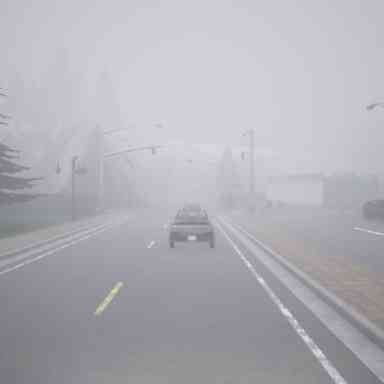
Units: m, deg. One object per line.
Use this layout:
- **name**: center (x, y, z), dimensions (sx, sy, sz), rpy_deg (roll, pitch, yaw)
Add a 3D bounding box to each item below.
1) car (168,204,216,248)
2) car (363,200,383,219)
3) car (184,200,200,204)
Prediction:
- **car**: center (0.000, 1.493, 14.650), dimensions (2.128, 1.511, 4.902), rpy_deg (0, 0, 0)
- **car**: center (14.203, 1.337, 24.074), dimensions (2.007, 1.523, 4.514), rpy_deg (0, 0, 0)
- **car**: center (0.000, 1.515, 29.650), dimensions (1.837, 1.490, 4.892), rpy_deg (0, 0, 0)
